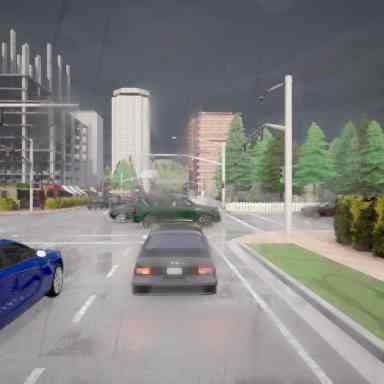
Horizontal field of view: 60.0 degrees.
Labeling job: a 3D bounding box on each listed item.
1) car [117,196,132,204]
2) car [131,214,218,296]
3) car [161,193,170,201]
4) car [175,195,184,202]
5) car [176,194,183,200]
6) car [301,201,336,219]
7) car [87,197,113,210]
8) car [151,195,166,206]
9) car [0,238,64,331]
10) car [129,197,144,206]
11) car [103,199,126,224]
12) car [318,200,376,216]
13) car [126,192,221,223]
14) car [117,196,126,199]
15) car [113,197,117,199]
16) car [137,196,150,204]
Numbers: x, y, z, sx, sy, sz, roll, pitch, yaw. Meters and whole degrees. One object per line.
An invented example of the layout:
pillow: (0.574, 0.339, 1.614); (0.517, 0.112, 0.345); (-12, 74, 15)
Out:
car: (-12.963, 1.547, 64.406); (2.033, 1.411, 5.357); (0, 0, -1)
car: (-0.409, 1.547, 8.820); (2.033, 1.411, 5.357); (0, 0, -2)
car: (-6.676, 1.225, 85.056); (2.150, 2.045, 5.566); (0, 0, -2)
car: (-2.831, 1.493, 75.659); (1.837, 1.490, 4.892); (0, 0, -2)
car: (-3.167, 1.326, 84.873); (1.837, 1.490, 4.892); (0, 0, -2)
car: (11.779, 1.478, 28.178); (5.008, 1.535, 1.882); (0, 0, -1)
car: (-12.278, 1.547, 43.820); (2.033, 1.411, 5.357); (0, 0, -2)
car: (-5.446, 1.352, 54.088); (2.097, 1.767, 4.553); (0, 0, -2)
car: (-3.723, 1.478, 5.526); (1.882, 1.535, 5.008); (0, 0, -3)
car: (-9.175, 1.564, 55.191); (1.994, 1.385, 4.181); (0, 0, -2)
car: (-3.582, 1.491, 24.305); (4.902, 1.511, 2.128); (0, 0, -1)
car: (14.714, 1.526, 31.691); (4.674, 1.442, 1.812); (0, 0, -1)
car: (-0.988, 1.222, 20.834); (5.566, 2.045, 2.150); (0, 0, -1)
car: (-8.881, 1.564, 46.829); (1.994, 1.385, 4.181); (0, 0, -2)
car: (-12.635, 1.547, 53.858); (2.033, 1.411, 5.357); (0, 0, -2)
car: (-9.486, 1.564, 65.144); (1.994, 1.385, 4.181); (0, 0, -1)
